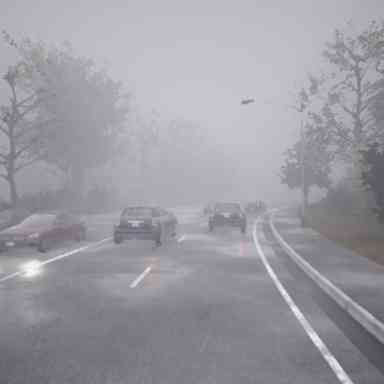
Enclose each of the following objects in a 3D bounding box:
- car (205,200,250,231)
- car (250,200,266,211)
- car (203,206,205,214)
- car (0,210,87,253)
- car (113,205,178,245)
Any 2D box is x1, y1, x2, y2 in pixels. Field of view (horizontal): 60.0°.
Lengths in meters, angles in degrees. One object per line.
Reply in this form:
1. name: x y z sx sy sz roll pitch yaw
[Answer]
1. car: 2.319 1.349 20.640 2.097 1.767 4.553 0 0 11
2. car: 7.552 1.569 39.183 1.895 1.301 4.718 -1 0 21
3. car: 2.602 1.600 35.527 1.994 1.385 4.181 -1 0 18
4. car: -6.046 1.554 13.931 1.812 1.442 4.674 0 0 7
5. car: -2.040 1.370 15.836 2.097 1.767 4.553 0 0 8
